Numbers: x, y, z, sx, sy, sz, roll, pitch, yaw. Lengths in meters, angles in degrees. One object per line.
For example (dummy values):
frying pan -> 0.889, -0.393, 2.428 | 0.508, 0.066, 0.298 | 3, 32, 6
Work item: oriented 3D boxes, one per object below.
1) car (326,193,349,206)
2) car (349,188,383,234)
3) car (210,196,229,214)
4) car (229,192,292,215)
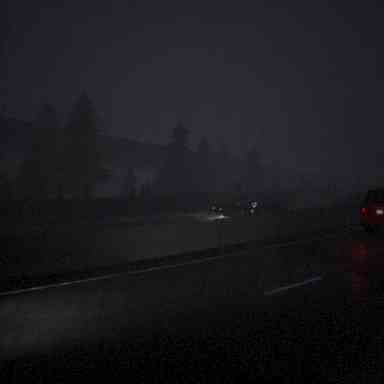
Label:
car -> 12.641, 0.794, 25.897 | 5.357, 1.411, 2.033 | -3, 1, -35
car -> 9.776, 0.786, 15.014 | 5.566, 2.045, 2.150 | -3, 2, -35
car -> 3.703, 0.970, 28.121 | 4.892, 1.490, 1.837 | -3, 2, -35
car -> 5.420, 0.833, 25.048 | 4.553, 1.767, 2.097 | -3, 1, -35
